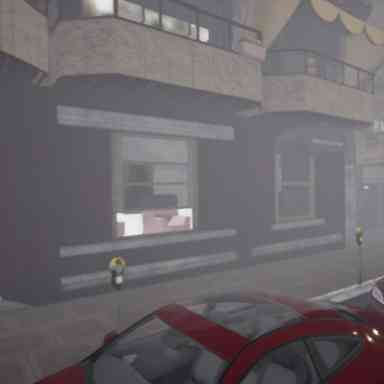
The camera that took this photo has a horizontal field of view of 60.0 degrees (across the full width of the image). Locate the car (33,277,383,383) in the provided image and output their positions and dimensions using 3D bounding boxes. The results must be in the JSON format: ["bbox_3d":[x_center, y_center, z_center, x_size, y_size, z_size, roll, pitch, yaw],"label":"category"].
[{"bbox_3d":[0.168,1.571,2.560,4.206,1.307,1.802,0,0,-35],"label":"car"}]
